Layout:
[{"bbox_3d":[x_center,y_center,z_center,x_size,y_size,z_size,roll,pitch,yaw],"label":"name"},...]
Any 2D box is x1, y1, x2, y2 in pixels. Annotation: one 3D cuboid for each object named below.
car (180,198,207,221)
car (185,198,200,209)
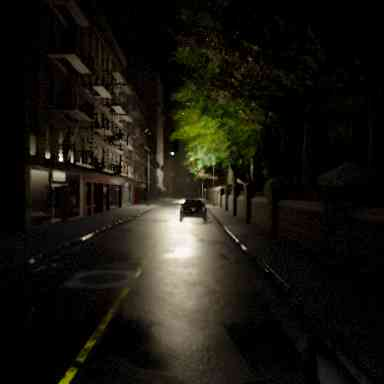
[{"bbox_3d":[0.088,1.334,27.108,2.097,1.767,4.553,0,0,0],"label":"car"},{"bbox_3d":[0.079,1.529,45.845,1.994,1.385,4.181,0,0,0],"label":"car"}]
